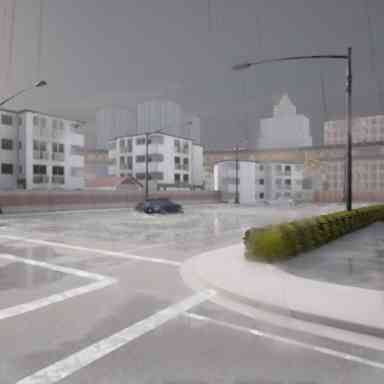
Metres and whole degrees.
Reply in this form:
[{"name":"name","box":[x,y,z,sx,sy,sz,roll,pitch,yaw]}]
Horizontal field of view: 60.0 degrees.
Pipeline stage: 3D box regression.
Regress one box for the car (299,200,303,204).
[{"name":"car","box":[15.285,1.544,53.773,5.357,1.411,2.033,0,0,-22]}]

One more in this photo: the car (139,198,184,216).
[{"name":"car","box":[-2.721,1.559,32.740,1.994,1.385,4.181,0,0,38]}]

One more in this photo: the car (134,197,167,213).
[{"name":"car","box":[-4.168,1.348,36.560,2.097,1.767,4.553,0,0,38]}]

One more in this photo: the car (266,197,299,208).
[{"name":"car","box":[12.976,1.521,48.751,4.674,1.442,1.812,0,0,-28]}]
